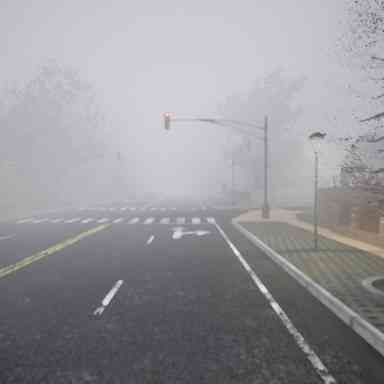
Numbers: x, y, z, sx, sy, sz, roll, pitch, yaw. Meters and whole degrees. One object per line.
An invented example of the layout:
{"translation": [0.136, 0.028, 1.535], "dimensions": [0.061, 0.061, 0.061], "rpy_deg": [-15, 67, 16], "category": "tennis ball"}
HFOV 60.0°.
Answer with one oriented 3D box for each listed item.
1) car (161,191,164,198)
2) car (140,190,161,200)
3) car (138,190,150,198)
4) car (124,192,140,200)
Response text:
{"translation": [-7.118, 0.423, 71.965], "dimensions": [2.128, 1.511, 4.902], "rpy_deg": [0, 1, 0], "category": "car"}
{"translation": [-7.035, 0.674, 56.554], "dimensions": [2.033, 1.411, 5.357], "rpy_deg": [0, 1, 0], "category": "car"}
{"translation": [-10.370, 0.393, 72.199], "dimensions": [1.837, 1.490, 4.892], "rpy_deg": [0, 1, 0], "category": "car"}
{"translation": [-10.291, 0.686, 56.825], "dimensions": [1.994, 1.385, 4.181], "rpy_deg": [0, 1, 0], "category": "car"}
